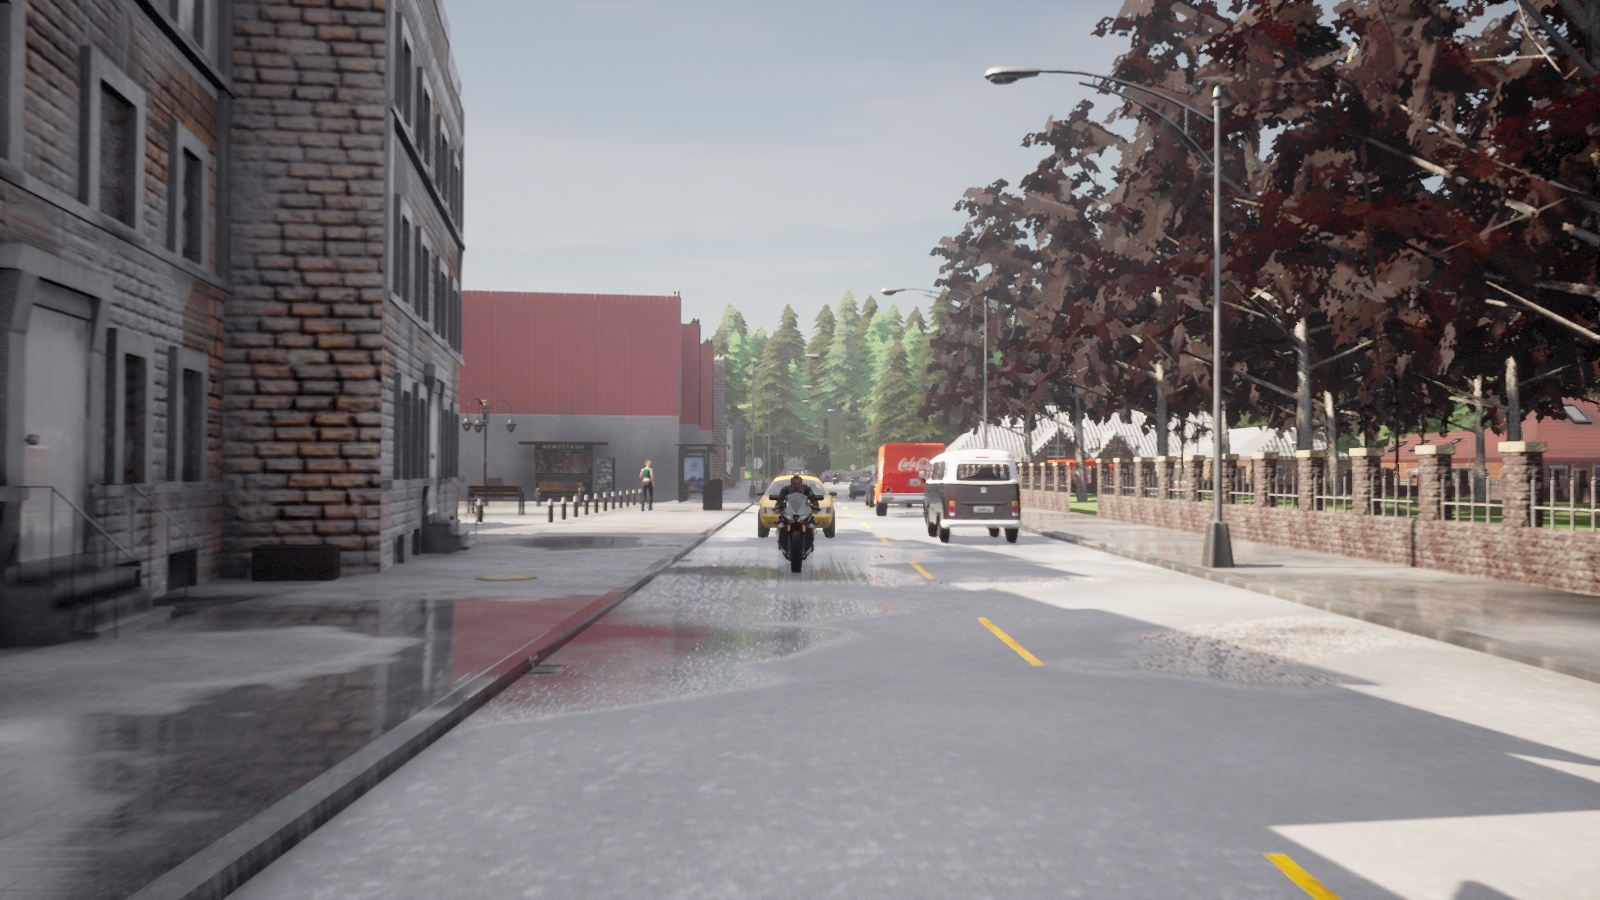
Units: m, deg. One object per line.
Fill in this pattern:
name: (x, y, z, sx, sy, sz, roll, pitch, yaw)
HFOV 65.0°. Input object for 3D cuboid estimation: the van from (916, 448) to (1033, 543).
van: (3.928, 1.009, 29.050, 2.069, 2.038, 4.480, 0, -1, 0)

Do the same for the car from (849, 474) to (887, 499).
car: (3.861, 2.065, 71.759, 1.994, 1.385, 4.181, 0, -1, 1)

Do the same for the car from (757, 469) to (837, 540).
car: (-0.075, 1.271, 30.912, 1.801, 1.575, 5.366, 0, -1, 0)

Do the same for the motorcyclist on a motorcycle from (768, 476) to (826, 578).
motorcyclist on a motorcycle: (-0.049, 1.186, 20.082, 0.866, 1.530, 2.191, 0, -1, 0)

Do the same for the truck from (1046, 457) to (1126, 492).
truck: (20.950, 1.785, 92.025, 5.204, 2.467, 2.627, 0, -1, -2)

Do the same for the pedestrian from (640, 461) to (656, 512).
pedestrian: (-5.433, 1.298, 44.889, 0.345, 1.836, 0.594, -1, -1, 16)

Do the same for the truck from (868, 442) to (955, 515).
truck: (3.904, 1.049, 44.989, 2.627, 2.467, 5.204, 0, -2, 0)

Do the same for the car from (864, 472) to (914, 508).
car: (3.897, 1.732, 55.447, 1.837, 1.490, 4.892, 0, -1, 0)
